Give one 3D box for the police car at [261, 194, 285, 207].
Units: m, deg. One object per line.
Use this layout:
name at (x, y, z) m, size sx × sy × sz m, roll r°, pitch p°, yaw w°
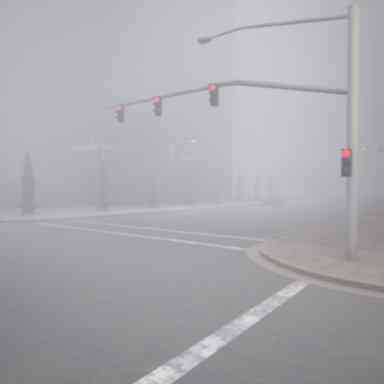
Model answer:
police car at (11.266, 1.133, 46.421) m, size 1.930 × 1.638 × 5.238 m, roll 1°, pitch 1°, yaw 37°
